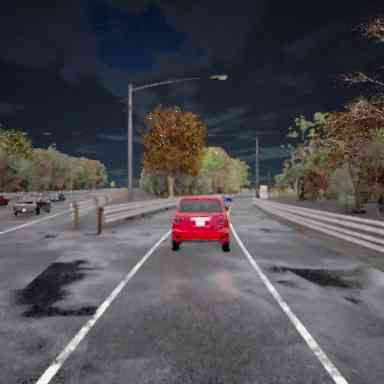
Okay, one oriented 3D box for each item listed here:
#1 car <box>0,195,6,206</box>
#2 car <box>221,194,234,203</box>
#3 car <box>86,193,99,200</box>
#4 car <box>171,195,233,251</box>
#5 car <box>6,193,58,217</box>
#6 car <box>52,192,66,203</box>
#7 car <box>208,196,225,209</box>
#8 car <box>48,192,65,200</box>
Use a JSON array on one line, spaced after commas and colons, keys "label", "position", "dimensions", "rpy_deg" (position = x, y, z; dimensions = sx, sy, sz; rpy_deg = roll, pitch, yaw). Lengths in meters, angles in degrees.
[{"label": "car", "position": [-21.385, 0.960, 35.946], "dimensions": [1.882, 1.535, 5.008], "rpy_deg": [0, 0, -10]}, {"label": "car", "position": [7.067, 1.268, 66.039], "dimensions": [1.882, 1.535, 5.008], "rpy_deg": [0, 0, 13]}, {"label": "car", "position": [-19.096, 0.852, 64.081], "dimensions": [1.895, 1.301, 4.718], "rpy_deg": [0, 1, -10]}, {"label": "car", "position": [0.418, 1.171, 14.085], "dimensions": [2.150, 2.045, 5.566], "rpy_deg": [0, 0, 3]}, {"label": "car", "position": [-12.704, 1.113, 26.720], "dimensions": [2.128, 1.511, 4.902], "rpy_deg": [0, 1, -10]}, {"label": "car", "position": [-20.153, 0.920, 49.480], "dimensions": [2.033, 1.411, 5.357], "rpy_deg": [0, 1, -10]}, {"label": "car", "position": [3.237, 1.345, 43.820], "dimensions": [1.882, 1.535, 5.008], "rpy_deg": [0, 0, 8]}, {"label": "car", "position": [-26.505, 0.714, 65.291], "dimensions": [2.128, 1.511, 4.902], "rpy_deg": [0, 1, -10]}]
